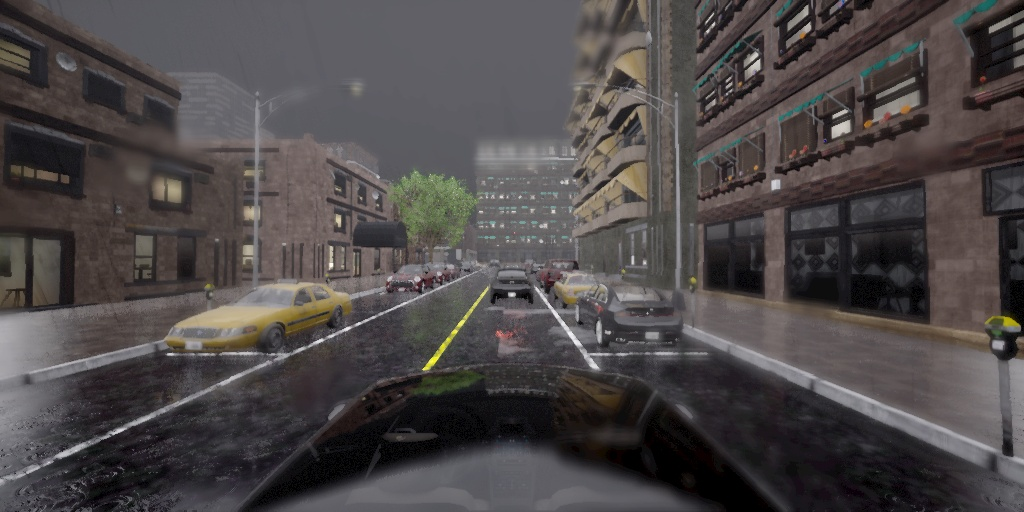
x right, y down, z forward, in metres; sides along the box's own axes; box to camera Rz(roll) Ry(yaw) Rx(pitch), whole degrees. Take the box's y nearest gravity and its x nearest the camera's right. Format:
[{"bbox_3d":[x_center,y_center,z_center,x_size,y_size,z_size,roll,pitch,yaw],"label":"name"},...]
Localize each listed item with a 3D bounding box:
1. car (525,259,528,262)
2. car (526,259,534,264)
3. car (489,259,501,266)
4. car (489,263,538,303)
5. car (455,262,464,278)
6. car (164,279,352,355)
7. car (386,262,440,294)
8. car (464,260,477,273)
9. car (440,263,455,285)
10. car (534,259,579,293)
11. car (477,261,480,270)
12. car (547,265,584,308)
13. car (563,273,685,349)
[{"bbox_3d":[2.738,1.220,54.506,1.967,1.591,4.097,0,0,0],"label":"car"},{"bbox_3d":[2.691,1.332,37.449,1.948,1.339,4.313,0,0,0],"label":"car"},{"bbox_3d":[-3.000,1.300,62.509,1.882,1.535,5.008,0,0,0],"label":"car"},{"bbox_3d":[0.000,1.271,16.502,1.837,1.490,4.892,0,0,0],"label":"car"},{"bbox_3d":[-5.657,1.344,31.704,1.802,1.307,4.207,0,0,0],"label":"car"},{"bbox_3d":[-5.657,1.275,8.788,1.751,1.417,4.829,0,0,0],"label":"car"},{"bbox_3d":[-5.657,1.194,20.330,1.967,1.591,4.097,0,0,0],"label":"car"},{"bbox_3d":[-5.657,1.336,43.077,1.948,1.339,4.313,0,0,0],"label":"car"},{"bbox_3d":[-5.657,1.198,26.018,1.967,1.591,4.097,0,0,0],"label":"car"},{"bbox_3d":[2.691,1.070,20.390,2.192,1.841,5.009,0,0,0],"label":"car"},{"bbox_3d":[-5.657,1.325,48.765,2.007,1.370,4.403,0,0,0],"label":"car"},{"bbox_3d":[2.691,1.278,14.872,1.751,1.417,4.829,0,0,0],"label":"car"},{"bbox_3d":[2.691,1.300,9.016,2.007,1.370,4.403,0,0,0],"label":"car"}]
